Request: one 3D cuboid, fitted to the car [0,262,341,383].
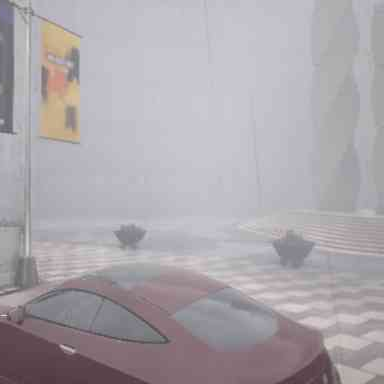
[{"bbox_3d":[-0.844,1.584,3.834,4.674,1.442,1.812,-1,-1,34],"label":"car"}]
